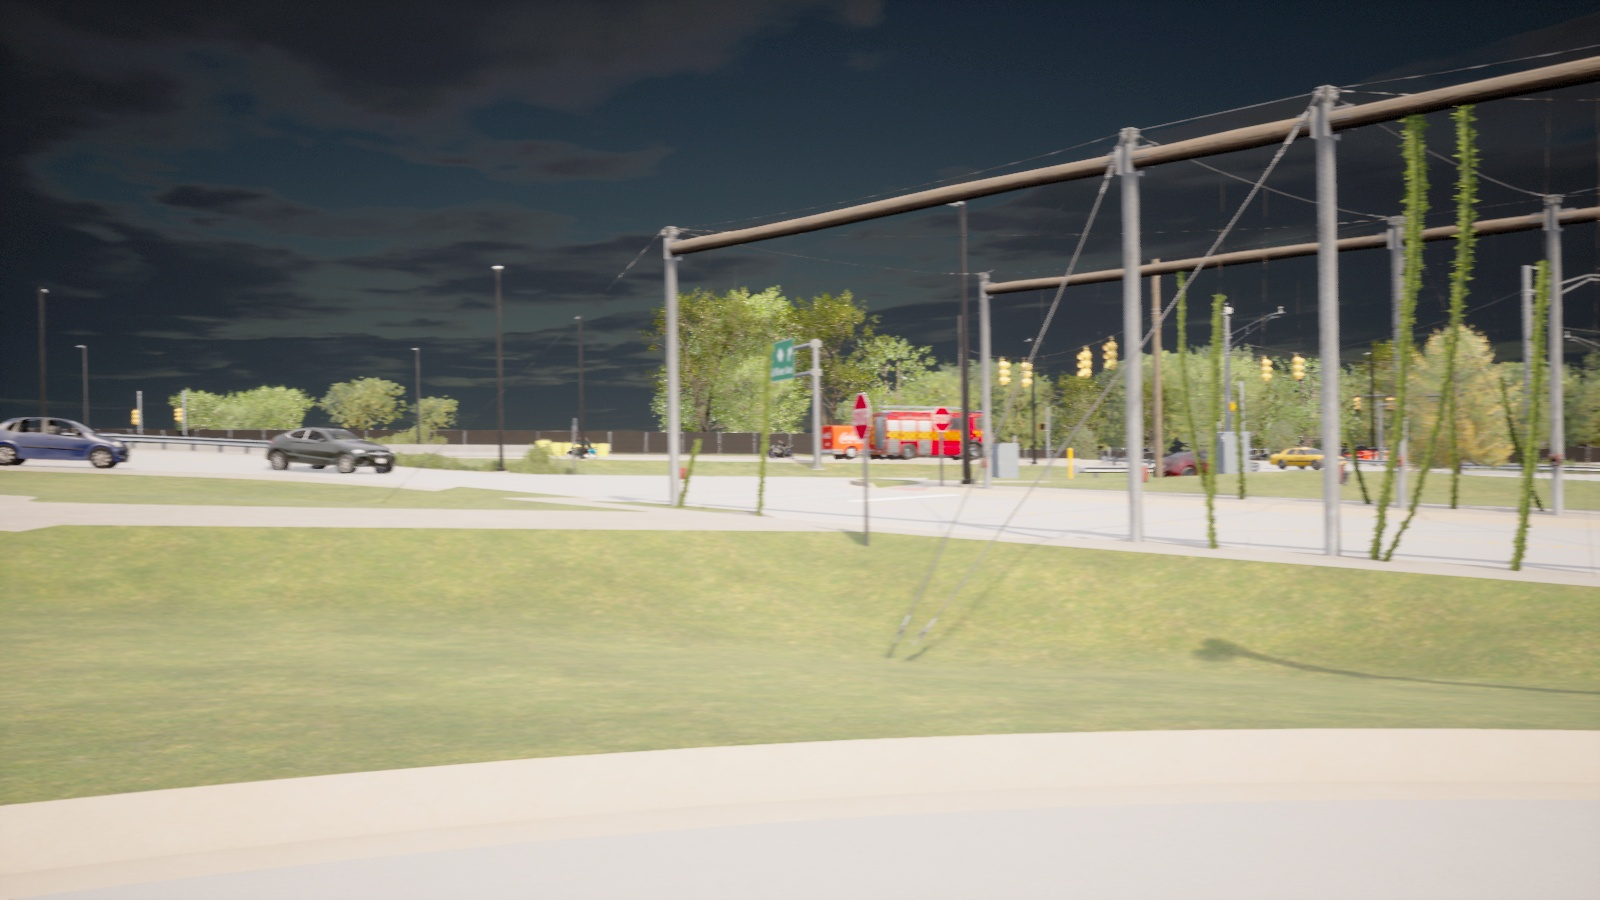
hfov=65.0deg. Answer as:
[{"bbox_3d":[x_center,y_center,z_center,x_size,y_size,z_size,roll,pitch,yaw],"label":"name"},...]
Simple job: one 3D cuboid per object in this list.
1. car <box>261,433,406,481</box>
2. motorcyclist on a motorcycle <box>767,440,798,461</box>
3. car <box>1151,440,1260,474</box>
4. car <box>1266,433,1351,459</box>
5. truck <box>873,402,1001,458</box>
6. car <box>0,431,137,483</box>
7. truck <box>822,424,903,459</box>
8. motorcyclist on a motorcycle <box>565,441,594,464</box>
[{"bbox_3d":[-17.391,0.220,46.784,5.027,1.651,2.152,1,1,25],"label":"car"},{"bbox_3d":[-1.343,0.044,96.093,2.191,1.530,0.866,-1,0,-20],"label":"motorcyclist on a motorcycle"},{"bbox_3d":[17.689,0.309,54.867,4.181,1.385,1.994,-1,-1,-21],"label":"car"},{"bbox_3d":[32.362,-0.223,80.074,1.801,1.575,5.366,-1,0,-21],"label":"car"},{"bbox_3d":[9.705,-1.399,88.933,8.468,3.827,2.891,-1,0,-20],"label":"truck"},{"bbox_3d":[-24.187,0.231,41.269,3.988,1.617,1.851,1,-1,-21],"label":"car"},{"bbox_3d":[4.531,-0.618,90.777,5.204,2.467,2.627,-1,0,-20],"label":"truck"},{"bbox_3d":[-15.321,0.158,87.325,1.817,1.590,0.866,-1,0,-20],"label":"motorcyclist on a motorcycle"}]
